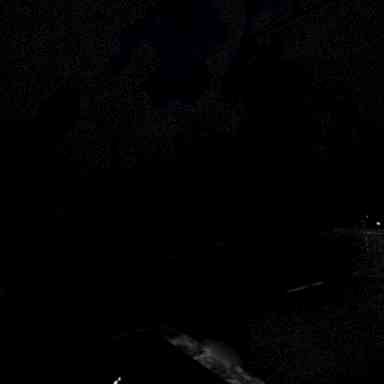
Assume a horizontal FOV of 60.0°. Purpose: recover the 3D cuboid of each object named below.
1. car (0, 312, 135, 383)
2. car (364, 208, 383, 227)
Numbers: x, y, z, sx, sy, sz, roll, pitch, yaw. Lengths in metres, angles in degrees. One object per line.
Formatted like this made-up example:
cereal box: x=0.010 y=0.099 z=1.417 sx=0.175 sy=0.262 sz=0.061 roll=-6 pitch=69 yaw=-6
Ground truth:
car: x=-2.677 y=1.486 z=1.895 sx=4.902 sy=1.511 sz=2.128 roll=0 pitch=0 yaw=-37
car: x=13.537 y=1.679 z=22.195 sx=4.718 sy=1.301 sz=1.895 roll=0 pitch=0 yaw=-35
